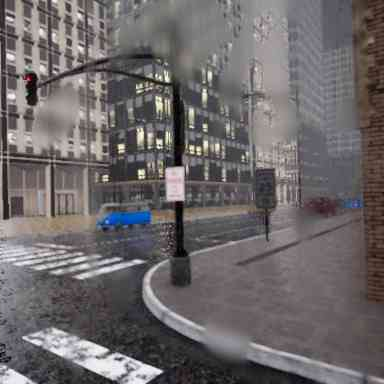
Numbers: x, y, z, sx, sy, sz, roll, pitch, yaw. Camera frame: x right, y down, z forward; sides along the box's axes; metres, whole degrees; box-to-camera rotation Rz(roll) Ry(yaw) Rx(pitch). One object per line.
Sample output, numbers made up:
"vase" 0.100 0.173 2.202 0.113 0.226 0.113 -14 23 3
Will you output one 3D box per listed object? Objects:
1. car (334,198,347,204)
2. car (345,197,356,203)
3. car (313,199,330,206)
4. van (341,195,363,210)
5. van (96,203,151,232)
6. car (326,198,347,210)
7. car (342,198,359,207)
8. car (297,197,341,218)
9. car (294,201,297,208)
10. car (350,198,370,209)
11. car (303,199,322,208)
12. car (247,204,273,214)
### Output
"car" 34.248 2.012 76.594 2.008 1.369 4.403 -2 -2 36
"car" 40.718 2.072 85.616 1.802 1.307 4.206 -2 -2 36
"car" 24.547 1.972 63.060 2.008 1.369 4.403 -2 -2 36
"van" 21.648 1.459 44.651 1.690 1.788 3.998 -2 -2 36
"van" -4.564 1.659 22.460 1.690 1.788 3.998 -2 -1 36
"car" 20.967 1.710 48.133 1.837 1.490 4.892 -2 -1 36
"car" 26.897 1.754 56.404 1.812 1.442 4.674 -2 -1 36
"car" 11.945 1.399 31.117 2.192 1.841 5.009 -2 -2 36
"car" 18.075 1.836 54.039 1.967 1.590 4.097 -2 -2 36
"car" 24.887 1.681 49.157 2.008 1.369 4.403 -2 -2 36
"car" 21.213 1.933 58.410 1.752 1.417 4.829 -2 -2 36
"car" 8.277 1.886 40.364 1.752 1.417 4.829 -2 -1 36
